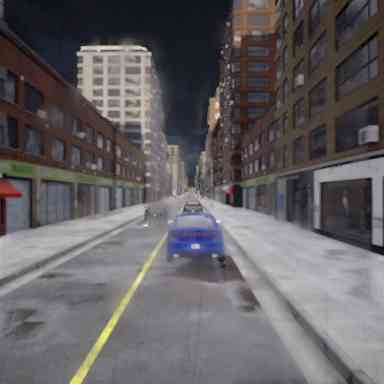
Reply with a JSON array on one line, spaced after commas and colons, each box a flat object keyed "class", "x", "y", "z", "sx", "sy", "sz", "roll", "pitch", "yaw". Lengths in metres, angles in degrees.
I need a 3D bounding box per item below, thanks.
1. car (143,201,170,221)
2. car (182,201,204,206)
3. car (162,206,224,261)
[{"class": "car", "x": -2.839, "y": 1.564, "z": 27.729, "sx": 1.837, "sy": 1.490, "sz": 4.892, "roll": 0, "pitch": 0, "yaw": 0}, {"class": "car", "x": 0.105, "y": 1.563, "z": 32.228, "sx": 2.128, "sy": 1.511, "sz": 4.902, "roll": 0, "pitch": 0, "yaw": 0}, {"class": "car", "x": 0.104, "y": 1.502, "z": 12.493, "sx": 1.882, "sy": 1.535, "sz": 5.008, "roll": 0, "pitch": 0, "yaw": 0}]
